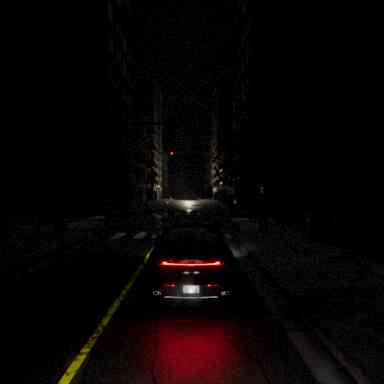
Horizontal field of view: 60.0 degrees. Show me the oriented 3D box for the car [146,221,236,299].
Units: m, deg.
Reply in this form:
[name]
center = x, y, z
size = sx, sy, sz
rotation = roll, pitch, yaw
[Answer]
[car]
center = -0.017, 1.507, 8.412
size = 1.837, 1.490, 4.892
rotation = 0, 0, 0
